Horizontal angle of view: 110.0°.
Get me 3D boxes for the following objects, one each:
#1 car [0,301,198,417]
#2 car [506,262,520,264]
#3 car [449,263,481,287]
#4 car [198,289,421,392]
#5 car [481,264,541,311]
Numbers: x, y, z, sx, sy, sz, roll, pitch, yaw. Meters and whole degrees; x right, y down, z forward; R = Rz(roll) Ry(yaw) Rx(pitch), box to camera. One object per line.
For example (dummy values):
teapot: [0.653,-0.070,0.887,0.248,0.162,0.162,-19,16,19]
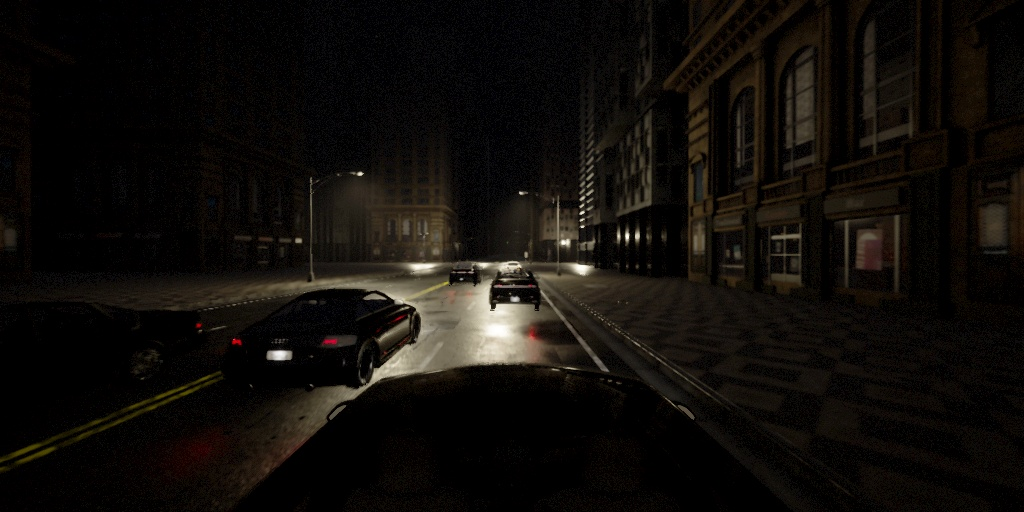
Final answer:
car: [-6.571,1.297,4.252,2.033,1.411,5.357,0,0,0]
car: [0.113,1.280,36.636,1.812,1.442,4.674,0,0,0]
car: [-3.141,1.241,24.802,2.128,1.511,4.902,0,0,0]
car: [-3.147,1.313,6.861,1.994,1.385,4.181,0,0,0]
car: [0.105,1.239,14.421,2.128,1.511,4.902,0,0,0]
